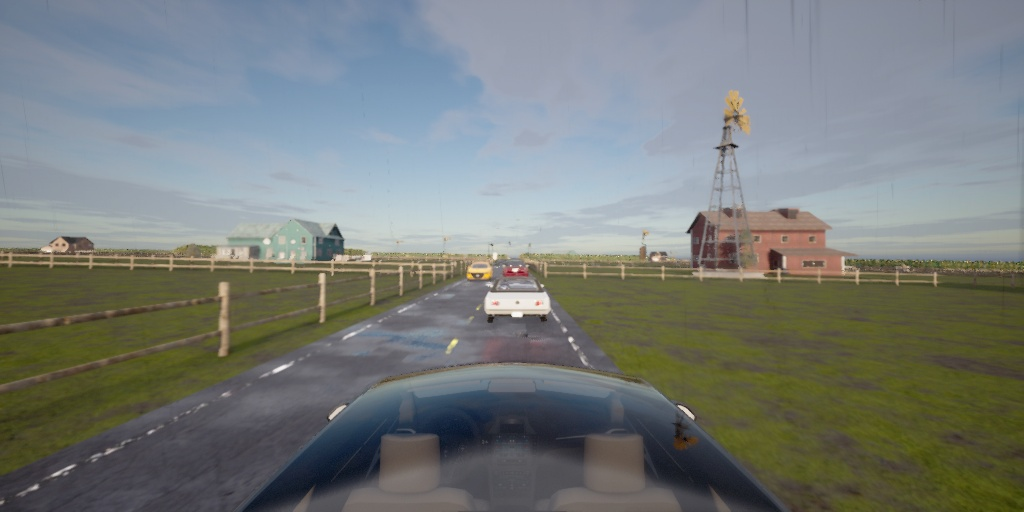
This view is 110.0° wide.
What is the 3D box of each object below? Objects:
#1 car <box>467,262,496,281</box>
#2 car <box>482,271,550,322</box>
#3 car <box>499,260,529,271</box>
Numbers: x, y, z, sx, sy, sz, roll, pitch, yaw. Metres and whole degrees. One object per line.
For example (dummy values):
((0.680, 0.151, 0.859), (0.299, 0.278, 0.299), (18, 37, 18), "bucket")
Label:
((-2.643, 1.265, 30.347), (1.882, 1.535, 5.008), (0, 0, 0), "car")
((0.162, 1.364, 12.333), (1.895, 1.301, 4.718), (0, 0, 0), "car")
((0.297, 1.142, 29.502), (2.097, 1.767, 4.553), (0, 0, 0), "car")
